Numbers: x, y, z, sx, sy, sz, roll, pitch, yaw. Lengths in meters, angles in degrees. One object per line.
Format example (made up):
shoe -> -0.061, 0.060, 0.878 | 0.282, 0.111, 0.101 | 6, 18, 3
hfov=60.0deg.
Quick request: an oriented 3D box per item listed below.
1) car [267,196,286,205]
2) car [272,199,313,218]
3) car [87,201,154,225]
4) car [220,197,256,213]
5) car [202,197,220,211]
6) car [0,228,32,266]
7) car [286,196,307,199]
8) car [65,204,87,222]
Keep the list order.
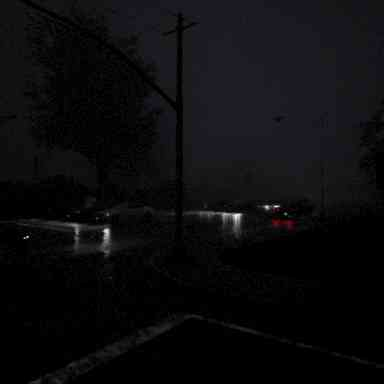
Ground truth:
car -> 13.648, 1.307, 53.139 | 1.882, 1.535, 5.008 | 0, 1, 35
car -> 9.243, 1.545, 29.753 | 1.895, 1.301, 4.718 | 0, 0, 38
car -> -4.728, 1.454, 23.627 | 1.812, 1.442, 4.674 | 0, 0, 40
car -> 5.335, 1.432, 36.308 | 1.812, 1.442, 4.674 | 0, 0, 38
car -> 3.047, 1.380, 39.066 | 2.128, 1.511, 4.902 | 0, 0, 38
car -> -7.126, 1.446, 9.280 | 2.128, 1.511, 4.902 | 0, 0, 39
car -> 16.526, 1.370, 51.147 | 1.837, 1.490, 4.892 | 0, 1, 35
car -> -7.436, 1.440, 25.846 | 1.812, 1.442, 4.674 | 0, 0, 40
